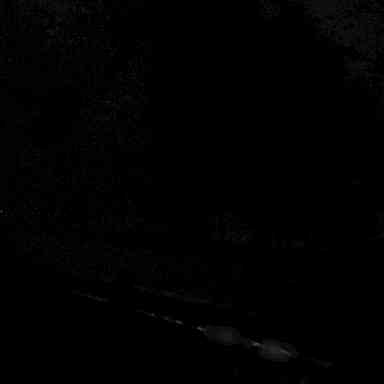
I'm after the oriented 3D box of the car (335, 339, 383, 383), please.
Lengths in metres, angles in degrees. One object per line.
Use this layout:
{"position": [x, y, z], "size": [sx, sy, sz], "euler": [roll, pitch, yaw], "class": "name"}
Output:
{"position": [2.847, 1.567, 1.652], "size": [4.181, 1.385, 1.994], "euler": [0, 0, 36], "class": "car"}
